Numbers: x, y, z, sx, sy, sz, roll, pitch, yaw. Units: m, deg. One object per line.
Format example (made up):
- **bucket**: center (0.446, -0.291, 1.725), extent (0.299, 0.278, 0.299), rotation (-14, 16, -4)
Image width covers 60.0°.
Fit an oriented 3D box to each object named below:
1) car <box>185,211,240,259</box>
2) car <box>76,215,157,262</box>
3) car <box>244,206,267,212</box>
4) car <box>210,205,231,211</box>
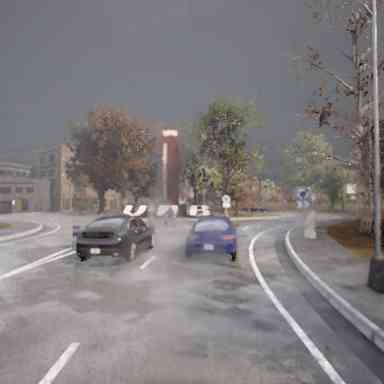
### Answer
- **car**: center (0.888, 1.674, 13.130), extent (1.812, 1.442, 4.674), rotation (0, -1, 9)
- **car**: center (-2.700, 1.647, 12.793), extent (1.837, 1.490, 4.892), rotation (0, -1, 8)
- **car**: center (13.159, 3.540, 69.236), extent (4.718, 1.301, 1.895), rotation (-2, -3, 45)
- **car**: center (5.610, 3.556, 70.671), extent (5.357, 1.411, 2.033), rotation (-1, -2, 24)
